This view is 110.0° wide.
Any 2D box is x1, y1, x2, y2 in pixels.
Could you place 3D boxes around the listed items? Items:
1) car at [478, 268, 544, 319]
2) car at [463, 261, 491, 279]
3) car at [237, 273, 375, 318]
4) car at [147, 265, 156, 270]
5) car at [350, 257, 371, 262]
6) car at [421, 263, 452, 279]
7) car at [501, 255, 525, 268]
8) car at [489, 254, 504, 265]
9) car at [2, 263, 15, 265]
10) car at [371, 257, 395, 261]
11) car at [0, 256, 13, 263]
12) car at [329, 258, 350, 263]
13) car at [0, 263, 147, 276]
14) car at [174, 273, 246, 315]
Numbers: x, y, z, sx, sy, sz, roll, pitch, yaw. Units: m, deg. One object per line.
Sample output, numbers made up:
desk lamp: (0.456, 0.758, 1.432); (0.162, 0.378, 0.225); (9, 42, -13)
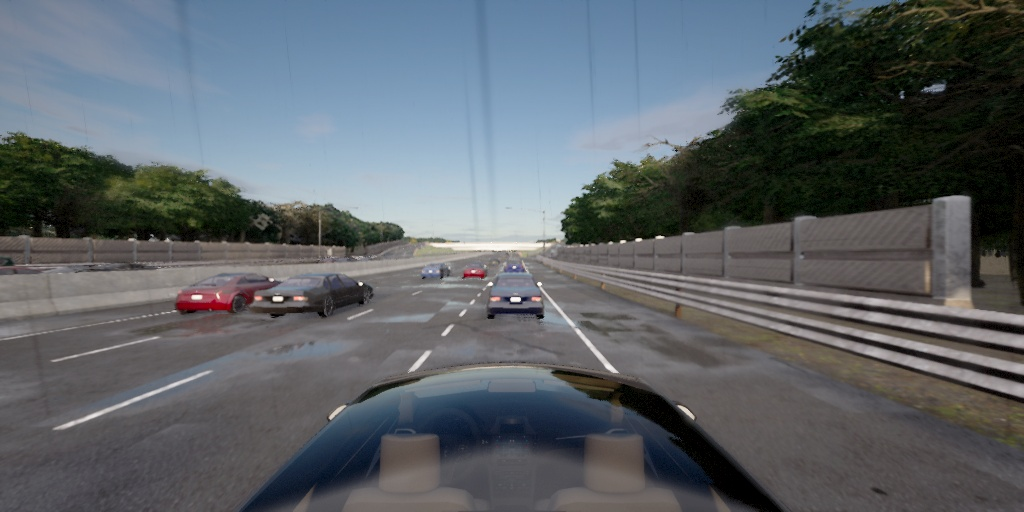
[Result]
car: (0.119, 1.314, 12.937); (2.033, 1.411, 5.357); (0, 0, 0)
car: (-3.379, 1.345, 33.561); (1.994, 1.385, 4.181); (0, 0, 0)
car: (-6.881, 1.314, 13.075); (2.033, 1.411, 5.357); (0, 0, 0)
car: (-31.500, 1.292, 28.812); (1.837, 1.490, 4.892); (0, 0, 0)
car: (-24.168, 0.984, 59.056); (1.837, 1.490, 4.892); (0, 1, 1)
car: (-6.788, 1.330, 32.447); (2.033, 1.411, 5.357); (0, 0, 0)
car: (0.250, 1.114, 37.286); (2.097, 1.767, 4.553); (0, 0, 0)
car: (-3.070, 0.873, 64.108); (2.128, 1.511, 4.902); (0, 1, 1)
car: (-24.564, 1.249, 16.931); (1.882, 1.535, 5.008); (0, 0, 0)
car: (-20.679, 0.972, 59.023); (2.128, 1.511, 4.902); (0, 1, 1)
car: (-28.063, 0.993, 17.346); (2.150, 2.045, 5.566); (0, 0, 0)
car: (-27.660, 1.042, 59.115); (1.994, 1.385, 4.181); (0, 1, 1)
car: (-21.064, 1.277, 17.174); (1.837, 1.490, 4.892); (0, 0, 0)
car: (-10.377, 1.332, 13.827); (1.994, 1.385, 4.181); (0, 0, 0)
